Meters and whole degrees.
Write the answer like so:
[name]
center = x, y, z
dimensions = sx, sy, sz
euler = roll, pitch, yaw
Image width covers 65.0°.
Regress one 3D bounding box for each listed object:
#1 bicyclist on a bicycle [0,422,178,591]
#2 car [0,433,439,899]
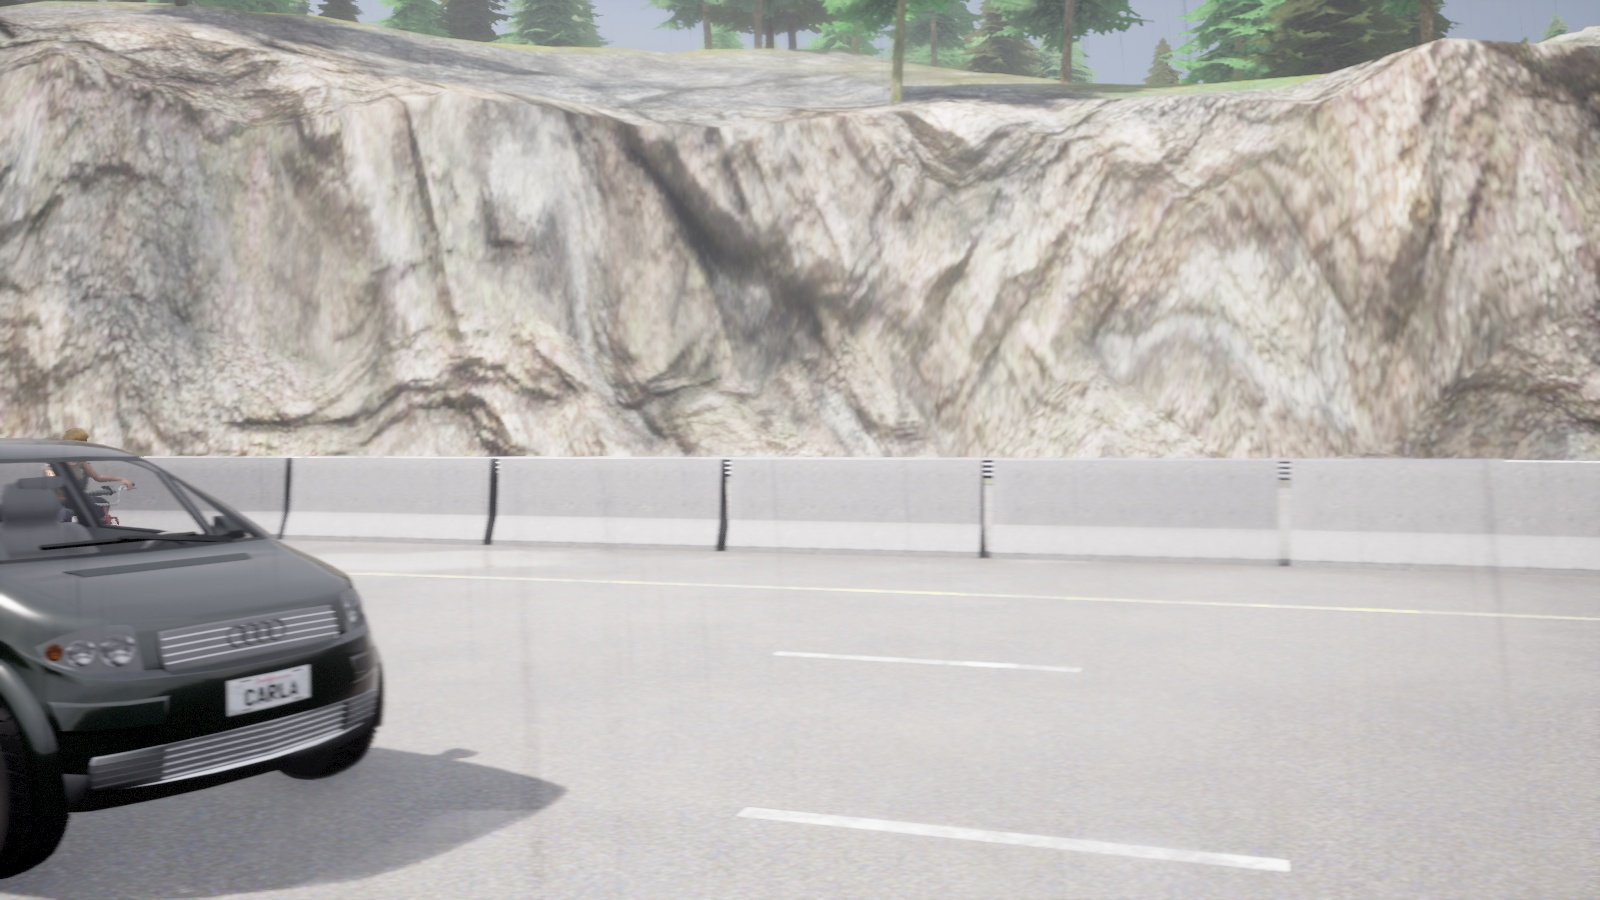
[bicyclist on a bicycle]
center = -7.207, 0.530, 12.621
dimensions = 1.509, 1.612, 0.866
euler = 0, 1, 14
[car]
center = -3.669, 0.702, 5.637
dimensions = 3.705, 1.549, 1.789
euler = 0, 1, 27
